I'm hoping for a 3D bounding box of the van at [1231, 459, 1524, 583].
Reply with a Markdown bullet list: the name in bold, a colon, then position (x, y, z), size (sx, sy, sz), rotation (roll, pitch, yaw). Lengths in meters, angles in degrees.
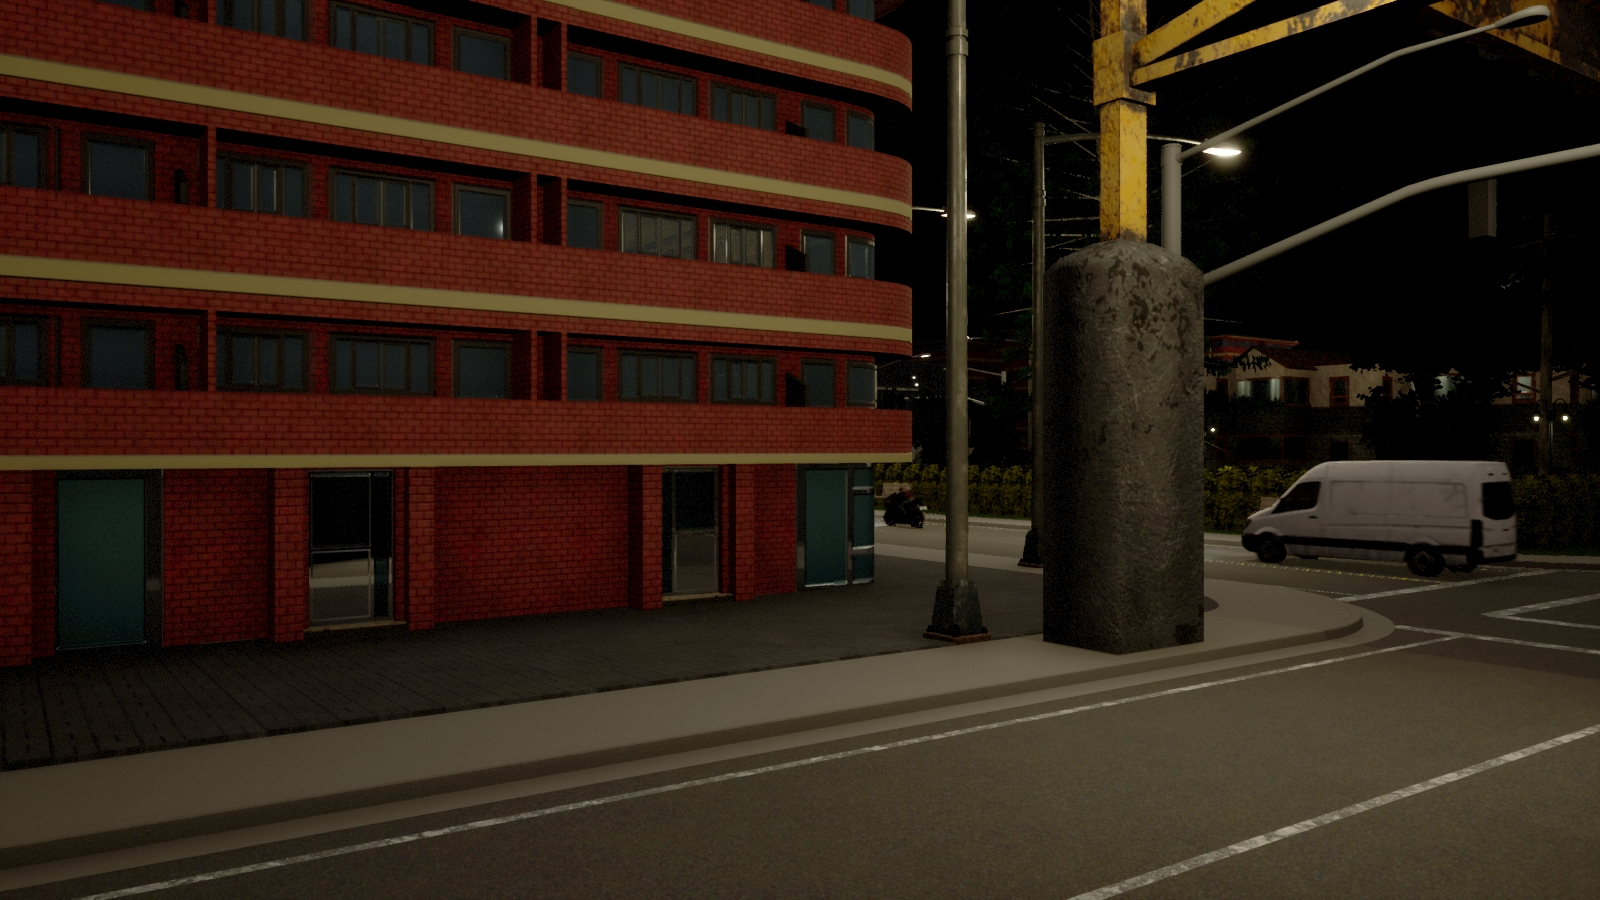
- **van**: position (13.432, 1.523, 27.025), size (1.988, 2.561, 5.915), rotation (0, 0, -37)
